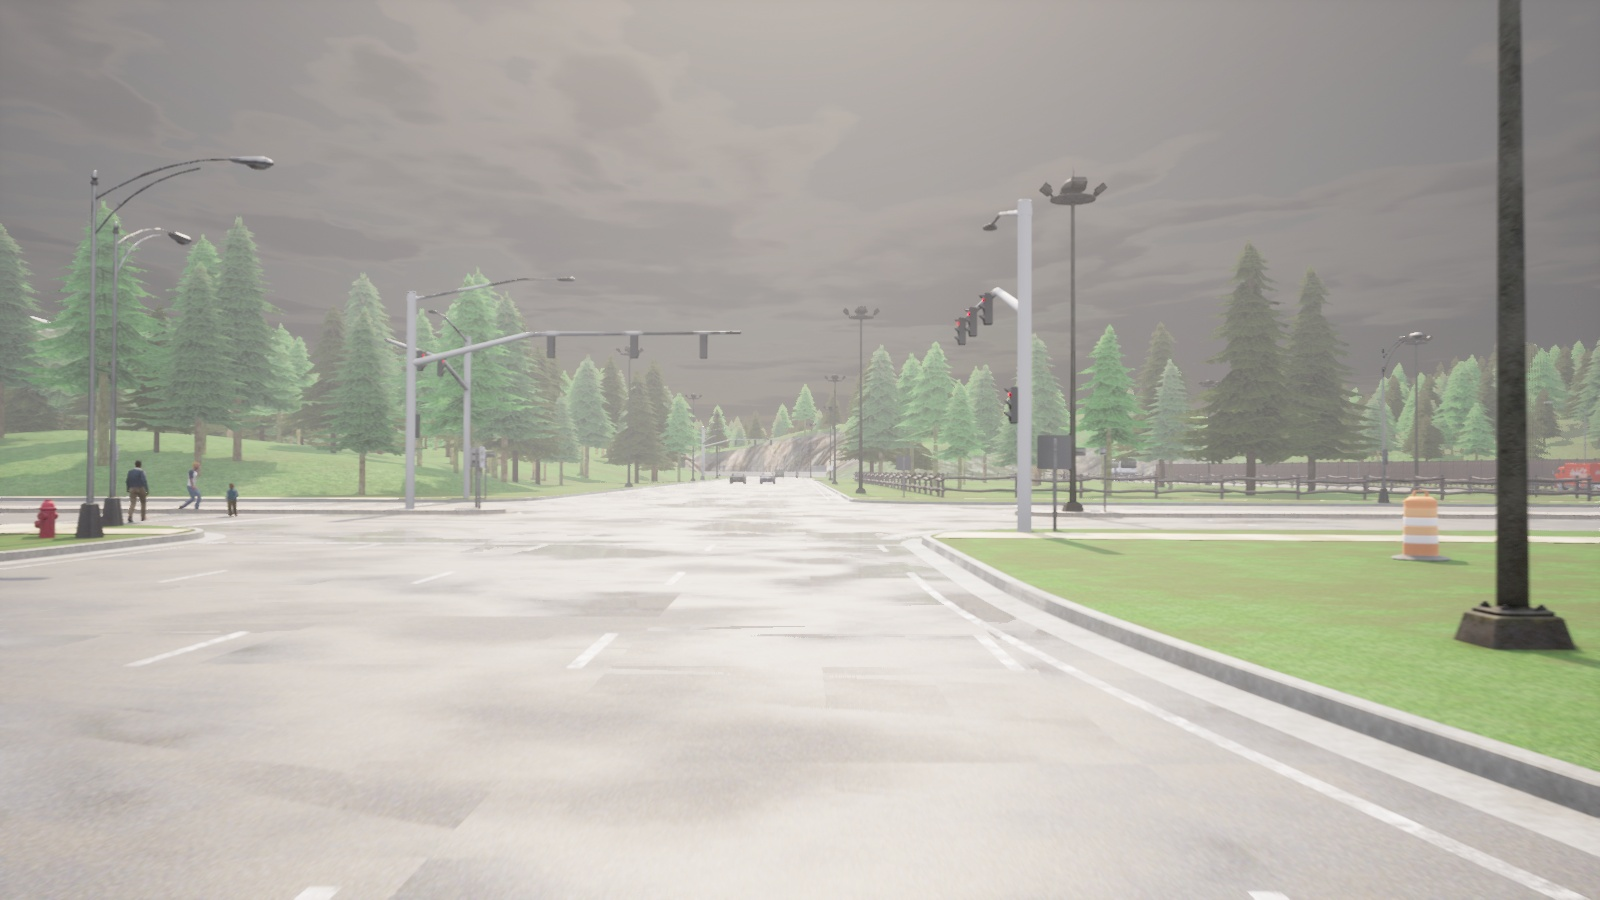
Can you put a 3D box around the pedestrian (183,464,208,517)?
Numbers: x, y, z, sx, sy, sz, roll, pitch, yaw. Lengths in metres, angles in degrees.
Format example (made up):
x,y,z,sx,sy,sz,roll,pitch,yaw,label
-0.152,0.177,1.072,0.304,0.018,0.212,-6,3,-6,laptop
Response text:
x,y,z,sx,sy,sz,roll,pitch,yaw,label
-21.052,1.394,43.761,0.706,1.836,0.354,0,-1,-4,pedestrian

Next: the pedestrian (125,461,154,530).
x,y,z,sx,sy,sz,roll,pitch,yaw,label
-18.821,1.278,35.800,0.423,1.949,0.788,0,-1,-1,pedestrian

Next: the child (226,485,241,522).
x,y,z,sx,sy,sz,roll,pitch,yaw,label
-18.309,1.737,40.609,0.343,1.192,0.448,0,-1,-10,child
